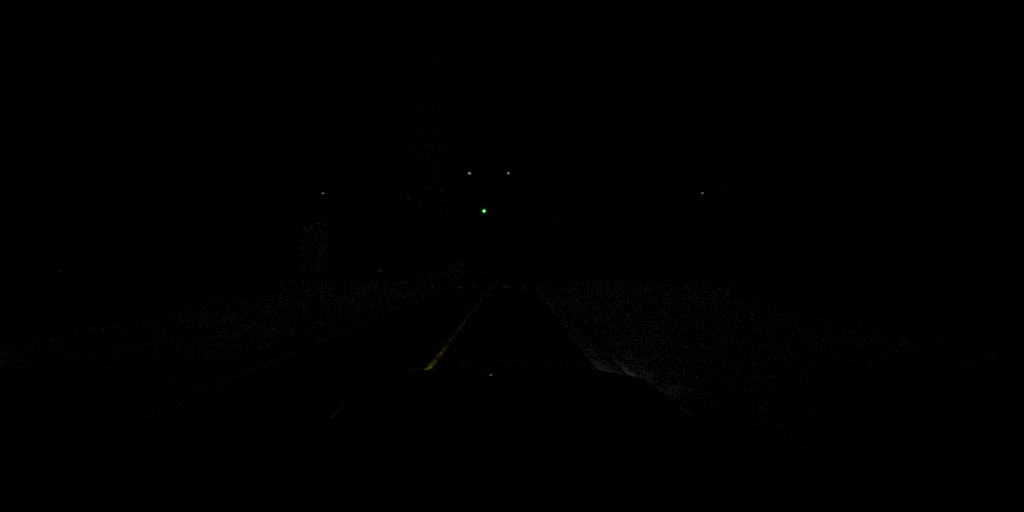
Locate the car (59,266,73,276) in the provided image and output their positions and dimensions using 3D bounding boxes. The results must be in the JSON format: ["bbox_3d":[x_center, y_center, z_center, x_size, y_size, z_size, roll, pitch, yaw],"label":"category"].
[{"bbox_3d":[-44.118,1.600,33.447,4.892,1.490,1.837,0,-1,0],"label":"car"}]

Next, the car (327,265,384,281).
[{"bbox_3d":[-14.549,1.574,33.500,4.902,1.511,2.128,0,-1,0],"label":"car"}]
